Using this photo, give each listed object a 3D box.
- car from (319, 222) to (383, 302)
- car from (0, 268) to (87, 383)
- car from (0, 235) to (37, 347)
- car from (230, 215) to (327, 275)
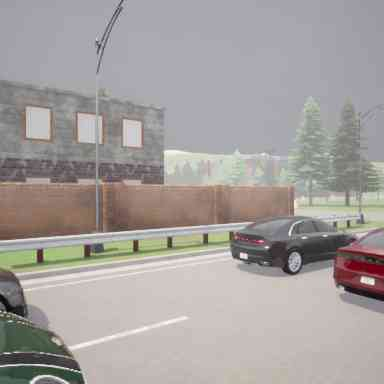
[{"bbox_3d":[5.258,1.478,7.543,5.008,1.535,1.882,0,0,-35],"label":"car"},{"bbox_3d":[-2.847,1.352,1.716,4.553,1.767,2.097,0,0,-35],"label":"car"},{"bbox_3d":[-4.672,1.564,4.712,4.181,1.385,1.994,0,0,-36],"label":"car"},{"bbox_3d":[3.400,1.505,10.515,4.892,1.490,1.837,0,0,-35],"label":"car"}]
